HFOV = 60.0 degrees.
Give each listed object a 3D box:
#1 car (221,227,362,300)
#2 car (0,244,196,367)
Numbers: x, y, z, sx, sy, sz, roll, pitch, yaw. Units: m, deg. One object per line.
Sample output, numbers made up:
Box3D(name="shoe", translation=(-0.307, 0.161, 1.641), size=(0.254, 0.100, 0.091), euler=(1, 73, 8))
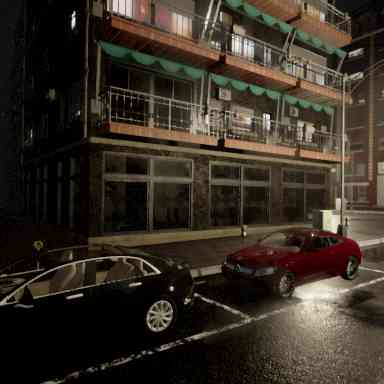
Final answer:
Box3D(name="car", translation=(2.649, 1.585, 8.393), size=(4.206, 1.307, 1.802), euler=(0, 1, -35))
Box3D(name="car", translation=(-1.978, 1.551, 5.090), size=(4.403, 1.369, 2.008), euler=(0, 1, -35))
